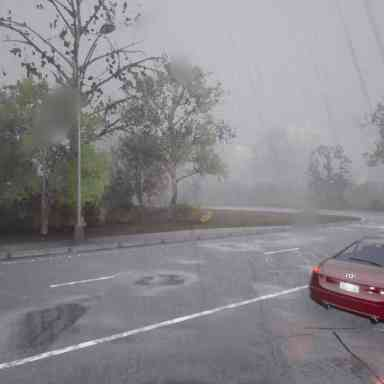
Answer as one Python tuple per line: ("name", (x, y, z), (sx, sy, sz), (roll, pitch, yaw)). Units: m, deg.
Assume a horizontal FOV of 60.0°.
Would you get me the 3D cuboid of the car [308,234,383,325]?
("car", (4.275, 1.564, 6.717), (4.181, 1.385, 1.994), (0, 0, -35))
